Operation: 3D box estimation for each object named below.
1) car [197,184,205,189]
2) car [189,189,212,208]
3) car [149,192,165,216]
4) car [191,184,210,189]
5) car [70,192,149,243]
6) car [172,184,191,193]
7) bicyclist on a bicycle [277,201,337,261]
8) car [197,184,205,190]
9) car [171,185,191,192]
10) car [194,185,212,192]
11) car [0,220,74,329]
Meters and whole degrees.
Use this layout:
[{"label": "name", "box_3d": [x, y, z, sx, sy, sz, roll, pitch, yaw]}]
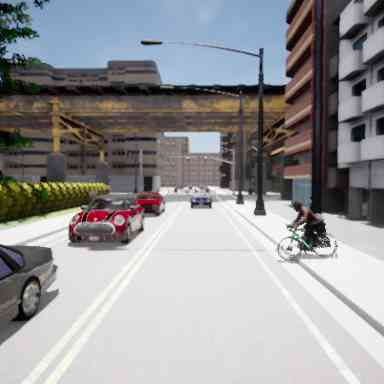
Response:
[{"label": "car", "box_3d": [2.399, -1.435, 89.406, 1.853, 1.218, 4.536, 0, 2, 1]}, {"label": "car", "box_3d": [0.831, 0.685, 29.905, 1.895, 1.301, 4.718, 0, 2, 1]}, {"label": "car", "box_3d": [-3.010, 0.745, 23.543, 1.882, 1.535, 5.008, 0, 2, 2]}, {"label": "car", "box_3d": [2.087, -0.464, 62.774, 2.038, 1.542, 4.974, 0, 2, -19]}, {"label": "car", "box_3d": [-3.283, 0.925, 13.525, 2.097, 1.767, 4.553, 0, 2, 1]}, {"label": "car", "box_3d": [-2.064, -0.489, 63.187, 2.038, 1.542, 4.974, 1, 2, 26]}, {"label": "bicyclist on a bicycle", "box_3d": [3.128, 1.062, 9.160, 1.656, 1.620, 0.582, -6, 2, 2]}, {"label": "car", "box_3d": [2.398, -1.276, 89.358, 2.038, 1.542, 4.974, 0, 2, 1]}, {"label": "car", "box_3d": [-2.041, -0.648, 63.229, 1.853, 1.218, 4.536, 1, 2, 26]}, {"label": "car", "box_3d": [2.071, -0.623, 62.818, 1.853, 1.218, 4.536, 0, 2, -19]}, {"label": "car", "box_3d": [-3.531, 1.408, 4.101, 2.033, 1.411, 5.357, 0, 2, 1]}]
